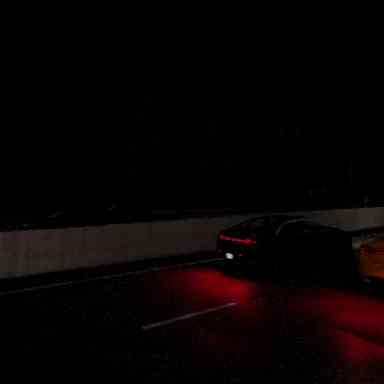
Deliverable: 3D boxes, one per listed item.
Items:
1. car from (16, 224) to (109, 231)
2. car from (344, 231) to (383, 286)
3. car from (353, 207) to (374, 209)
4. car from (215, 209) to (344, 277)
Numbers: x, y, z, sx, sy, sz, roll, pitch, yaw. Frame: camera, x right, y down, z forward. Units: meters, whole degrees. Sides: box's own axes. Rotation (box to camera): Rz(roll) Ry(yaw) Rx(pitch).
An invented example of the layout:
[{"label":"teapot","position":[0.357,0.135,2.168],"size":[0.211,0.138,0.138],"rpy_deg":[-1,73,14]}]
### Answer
[{"label":"car","position":[-6.232,1.498,16.725],"size":[4.674,1.442,1.812],"rpy_deg":[0,0,-36]},{"label":"car","position":[6.009,1.430,8.028],"size":[5.008,1.535,1.882],"rpy_deg":[-1,0,-36]},{"label":"car","position":[13.472,1.346,26.365],"size":[5.008,1.535,1.882],"rpy_deg":[0,0,-35]},{"label":"car","position":[2.952,1.450,10.145],"size":[4.902,1.511,2.128],"rpy_deg":[0,0,-35]}]
